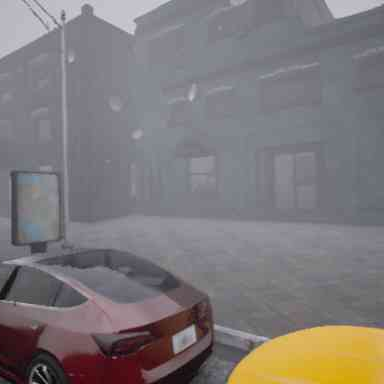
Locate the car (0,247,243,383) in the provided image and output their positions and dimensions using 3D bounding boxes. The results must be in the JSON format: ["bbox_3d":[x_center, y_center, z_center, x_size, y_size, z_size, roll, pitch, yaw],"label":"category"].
[{"bbox_3d":[-1.973,1.560,4.736,4.792,1.488,2.163,-1,0,36],"label":"car"}]
